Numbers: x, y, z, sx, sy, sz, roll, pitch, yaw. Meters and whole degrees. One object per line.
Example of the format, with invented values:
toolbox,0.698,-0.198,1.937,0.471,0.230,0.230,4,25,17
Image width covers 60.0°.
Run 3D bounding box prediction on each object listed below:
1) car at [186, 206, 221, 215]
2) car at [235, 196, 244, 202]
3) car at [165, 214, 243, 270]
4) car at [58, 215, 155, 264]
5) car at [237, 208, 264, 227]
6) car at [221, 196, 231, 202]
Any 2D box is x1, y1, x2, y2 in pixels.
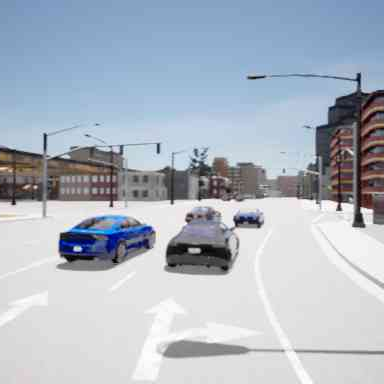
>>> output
car,0.967,1.794,25.861,2.033,1.411,5.357,0,0,17
car,12.067,1.779,84.713,1.837,1.490,4.892,0,0,17
car,0.505,1.677,11.571,1.994,1.385,4.181,0,0,13
car,-2.892,1.576,12.388,1.882,1.535,5.008,0,0,13
car,4.358,1.861,24.967,1.895,1.301,4.718,0,0,17
car,8.716,1.820,85.722,1.994,1.385,4.181,0,0,17
